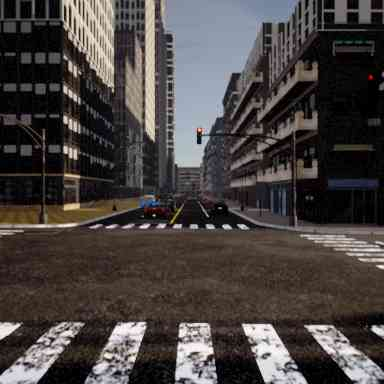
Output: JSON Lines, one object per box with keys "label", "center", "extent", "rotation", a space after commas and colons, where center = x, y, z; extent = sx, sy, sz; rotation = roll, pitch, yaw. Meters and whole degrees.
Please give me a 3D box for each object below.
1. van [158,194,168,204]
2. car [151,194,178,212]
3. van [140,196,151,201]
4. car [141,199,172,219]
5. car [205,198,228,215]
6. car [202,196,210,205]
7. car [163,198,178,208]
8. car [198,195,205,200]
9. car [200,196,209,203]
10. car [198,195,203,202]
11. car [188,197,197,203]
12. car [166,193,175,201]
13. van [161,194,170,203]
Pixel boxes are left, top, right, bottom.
{"label": "van", "center": [-5.732, 1.351, 66.316], "extent": [1.690, 1.788, 3.998], "rotation": [0, 0, 0]}
{"label": "car", "center": [-3.127, 1.224, 39.436], "extent": [2.150, 2.045, 5.566], "rotation": [0, 0, 0]}
{"label": "van", "center": [-5.719, 1.344, 43.699], "extent": [1.690, 1.788, 3.998], "rotation": [0, 0, 0]}
{"label": "car", "center": [-3.119, 1.602, 29.537], "extent": [1.895, 1.301, 4.718], "rotation": [0, 0, 0]}
{"label": "car", "center": [2.669, 1.567, 33.738], "extent": [1.947, 1.339, 4.313], "rotation": [0, 0, 0]}
{"label": "car", "center": [2.662, 1.548, 43.705], "extent": [1.887, 1.381, 4.507], "rotation": [0, 0, 0]}
{"label": "car", "center": [-3.112, 1.569, 49.526], "extent": [1.994, 1.385, 4.181], "rotation": [0, 0, 0]}
{"label": "car", "center": [2.632, 1.587, 94.593], "extent": [1.947, 1.339, 4.313], "rotation": [0, 0, 0]}
{"label": "car", "center": [2.646, 1.556, 71.975], "extent": [1.887, 1.381, 4.507], "rotation": [0, 0, 0]}
{"label": "car", "center": [2.652, 1.559, 60.668], "extent": [2.008, 1.369, 4.403], "rotation": [0, 0, 0]}
{"label": "car", "center": [0.059, 1.612, 69.805], "extent": [1.895, 1.301, 4.718], "rotation": [0, 0, 0]}
{"label": "car", "center": [-5.745, 1.334, 88.934], "extent": [2.192, 1.841, 5.009], "rotation": [0, 0, 0]}
{"label": "van", "center": [-5.735, 1.353, 71.970], "extent": [1.690, 1.788, 3.998], "rotation": [0, 0, 0]}
